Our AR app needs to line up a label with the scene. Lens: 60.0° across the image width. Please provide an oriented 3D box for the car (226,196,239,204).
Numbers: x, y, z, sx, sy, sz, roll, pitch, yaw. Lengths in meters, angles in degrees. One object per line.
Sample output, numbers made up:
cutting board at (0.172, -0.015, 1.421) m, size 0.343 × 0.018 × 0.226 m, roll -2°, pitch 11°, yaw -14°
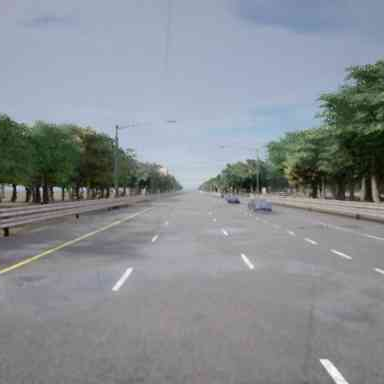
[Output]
car at (7.032, 1.298, 58.179) m, size 1.994 × 1.385 × 4.181 m, roll 0°, pitch 0°, yaw 0°

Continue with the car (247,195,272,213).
car at (7.015, 1.387, 34.879) m, size 2.033 × 1.411 × 5.357 m, roll 0°, pitch 0°, yaw 0°
